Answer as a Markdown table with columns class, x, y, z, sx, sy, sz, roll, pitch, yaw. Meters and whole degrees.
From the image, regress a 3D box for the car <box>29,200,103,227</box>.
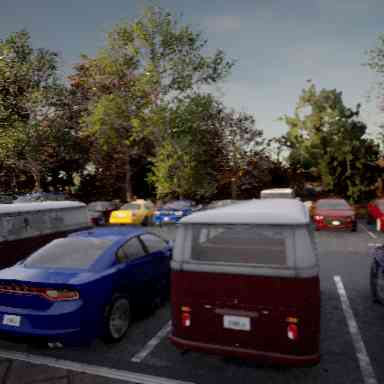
| class | x | y | z | sx | sy | sz | roll | pitch | yaw |
| --- | --- | --- | --- | --- | --- | --- | --- | --- | --- |
| car | -8.437 | 1.369 | 22.827 | 2.163 | 1.488 | 4.792 | -1 | 1 | 19 |

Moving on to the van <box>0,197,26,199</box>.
| class | x | y | z | sx | sy | sz | roll | pitch | yaw |
| --- | --- | --- | --- | --- | --- | --- | --- | --- | --- |
| van | -6.753 | 1.293 | 8.503 | 1.878 | 1.987 | 4.442 | -1 | 1 | 19 |

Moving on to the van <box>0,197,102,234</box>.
| class | x | y | z | sx | sy | sz | roll | pitch | yaw |
| --- | --- | --- | --- | --- | --- | --- | --- | --- | --- |
| van | -4.180 | 1.254 | 7.370 | 1.878 | 1.987 | 4.442 | -1 | 1 | 19 |

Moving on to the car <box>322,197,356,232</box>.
| class | x | y | z | sx | sy | sz | roll | pitch | yaw |
| --- | --- | --- | --- | --- | --- | --- | --- | --- | --- |
| car | 7.304 | 1.077 | 17.377 | 2.097 | 1.535 | 5.008 | -1 | 1 | 19 |

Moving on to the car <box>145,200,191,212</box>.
| class | x | y | z | sx | sy | sz | roll | pitch | yaw |
| --- | --- | --- | --- | --- | --- | --- | --- | --- | --- |
| car | -0.572 | 1.220 | 20.080 | 2.097 | 1.535 | 5.008 | -1 | 1 | 19 |

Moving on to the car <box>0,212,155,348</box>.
| class | x | y | z | sx | sy | sz | roll | pitch | yaw |
| --- | --- | --- | --- | --- | --- | --- | --- | --- | --- |
| car | -1.485 | 1.430 | 6.564 | 2.097 | 1.535 | 5.008 | -1 | 1 | 19 |

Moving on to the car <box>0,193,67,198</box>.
| class | x | y | z | sx | sy | sz | roll | pitch | yaw |
| --- | --- | --- | --- | --- | --- | --- | --- | --- | --- |
| car | -11.084 | 1.123 | 23.672 | 2.435 | 2.045 | 5.566 | -1 | 1 | 19 |

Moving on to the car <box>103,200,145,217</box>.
| class | x | y | z | sx | sy | sz | roll | pitch | yaw |
| --- | --- | --- | --- | --- | --- | --- | --- | --- | --- |
| car | -3.135 | 1.256 | 21.165 | 1.946 | 1.575 | 5.366 | -1 | 1 | 19 |

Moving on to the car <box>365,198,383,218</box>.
| class | x | y | z | sx | sy | sz | roll | pitch | yaw |
| --- | --- | --- | --- | --- | --- | --- | --- | --- | --- |
| car | 9.928 | 1.029 | 16.473 | 2.097 | 1.535 | 5.008 | -1 | 1 | 19 |

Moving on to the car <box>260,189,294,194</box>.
| class | x | y | z | sx | sy | sz | roll | pitch | yaw |
| --- | --- | --- | --- | --- | --- | --- | --- | --- | --- |
| car | 4.663 | 0.875 | 18.246 | 2.435 | 2.045 | 5.566 | -1 | 1 | 19 |

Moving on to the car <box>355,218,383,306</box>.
| class | x | y | z | sx | sy | sz | roll | pitch | yaw |
| --- | --- | --- | --- | --- | --- | --- | --- | --- | --- |
| car | 3.818 | 1.372 | 4.745 | 2.002 | 1.452 | 4.674 | -1 | 1 | 19 |

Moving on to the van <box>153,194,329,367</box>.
| class | x | y | z | sx | sy | sz | roll | pitch | yaw |
| --- | --- | --- | --- | --- | --- | --- | --- | --- | --- |
| van | 1.199 | 1.153 | 5.763 | 1.878 | 1.987 | 4.442 | -1 | 1 | 19 |

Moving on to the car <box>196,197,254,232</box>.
| class | x | y | z | sx | sy | sz | roll | pitch | yaw |
| --- | --- | --- | --- | --- | --- | --- | --- | --- | --- |
| car | 2.054 | 1.175 | 19.175 | 2.231 | 1.521 | 4.892 | -1 | 1 | 19 |
